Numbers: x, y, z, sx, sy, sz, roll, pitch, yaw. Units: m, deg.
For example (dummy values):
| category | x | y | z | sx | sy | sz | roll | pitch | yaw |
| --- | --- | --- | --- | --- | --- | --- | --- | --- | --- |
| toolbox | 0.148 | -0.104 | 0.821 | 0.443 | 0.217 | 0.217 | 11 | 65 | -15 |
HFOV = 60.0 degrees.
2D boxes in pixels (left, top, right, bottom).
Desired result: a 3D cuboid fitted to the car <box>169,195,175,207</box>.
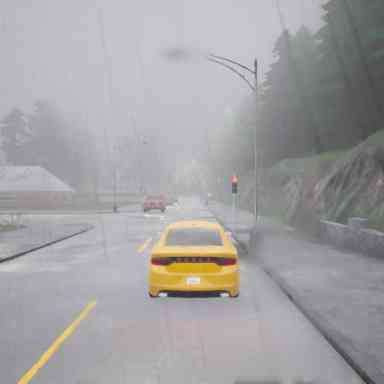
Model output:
| category | x | y | z | sx | sy | sz | roll | pitch | yaw |
| --- | --- | --- | --- | --- | --- | --- | --- | --- | --- |
| car | -4.074 | 1.563 | 51.461 | 1.994 | 1.385 | 4.181 | 0 | 0 | 0 |

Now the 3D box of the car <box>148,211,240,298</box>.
| category | x | y | z | sx | sy | sz | roll | pitch | yaw |
| --- | --- | --- | --- | --- | --- | --- | --- | --- | --- |
| car | 0.056 | 1.478 | 8.569 | 1.882 | 1.535 | 5.008 | 0 | 0 | 1 |

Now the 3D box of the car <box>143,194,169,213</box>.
| category | x | y | z | sx | sy | sz | roll | pitch | yaw |
| --- | --- | --- | --- | --- | --- | --- | --- | --- | --- |
| car | -4.082 | 1.222 | 37.097 | 2.150 | 2.045 | 5.566 | 0 | 0 | 0 |

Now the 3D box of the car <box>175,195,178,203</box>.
| category | x | y | z | sx | sy | sz | roll | pitch | yaw |
| --- | --- | --- | --- | --- | --- | --- | --- | --- | --- |
| car | -3.986 | 1.353 | 67.780 | 2.097 | 1.767 | 4.553 | 0 | 0 | 0 |
